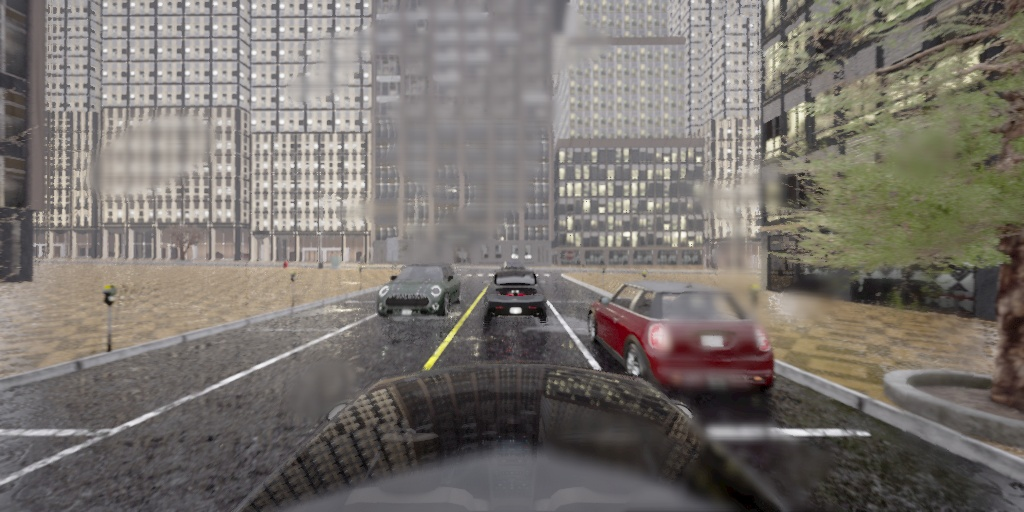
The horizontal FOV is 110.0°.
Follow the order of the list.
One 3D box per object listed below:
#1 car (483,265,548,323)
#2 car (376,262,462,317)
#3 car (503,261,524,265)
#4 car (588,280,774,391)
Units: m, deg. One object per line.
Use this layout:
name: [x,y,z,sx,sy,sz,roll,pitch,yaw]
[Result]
car: [0.101,1.197,11.916,1.837,1.490,4.892,0,0,0]
car: [-3.076,1.040,12.731,2.097,1.767,4.553,0,0,0]
car: [0.099,1.107,25.590,2.128,1.511,4.902,0,0,0]
car: [2.692,1.162,6.751,1.967,1.591,4.097,0,0,0]
